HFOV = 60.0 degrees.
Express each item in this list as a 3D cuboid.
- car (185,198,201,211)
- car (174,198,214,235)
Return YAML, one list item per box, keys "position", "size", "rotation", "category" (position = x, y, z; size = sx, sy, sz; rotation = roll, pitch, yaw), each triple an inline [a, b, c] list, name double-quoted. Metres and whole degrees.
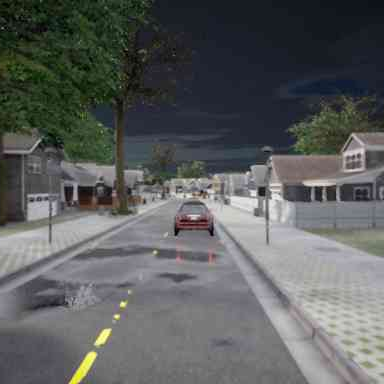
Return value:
- position: [0.106, 1.486, 41.367]
  size: [1.837, 1.490, 4.892]
  rotation: [0, 0, 0]
  category: "car"
- position: [0.103, 1.346, 18.995]
  size: [2.097, 1.767, 4.553]
  rotation: [0, 0, 0]
  category: "car"
